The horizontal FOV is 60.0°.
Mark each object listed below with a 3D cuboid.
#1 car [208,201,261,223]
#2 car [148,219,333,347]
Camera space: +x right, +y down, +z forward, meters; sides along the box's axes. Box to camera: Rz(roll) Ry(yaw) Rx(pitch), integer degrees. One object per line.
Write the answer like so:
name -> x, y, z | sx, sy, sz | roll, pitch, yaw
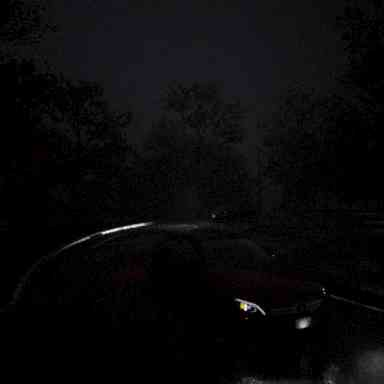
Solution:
car -> 3.351, 1.491, 25.717 | 4.902, 1.511, 2.128 | 0, 0, -43
car -> 0.510, 1.525, 6.639 | 1.812, 1.442, 4.674 | -1, 0, -26
